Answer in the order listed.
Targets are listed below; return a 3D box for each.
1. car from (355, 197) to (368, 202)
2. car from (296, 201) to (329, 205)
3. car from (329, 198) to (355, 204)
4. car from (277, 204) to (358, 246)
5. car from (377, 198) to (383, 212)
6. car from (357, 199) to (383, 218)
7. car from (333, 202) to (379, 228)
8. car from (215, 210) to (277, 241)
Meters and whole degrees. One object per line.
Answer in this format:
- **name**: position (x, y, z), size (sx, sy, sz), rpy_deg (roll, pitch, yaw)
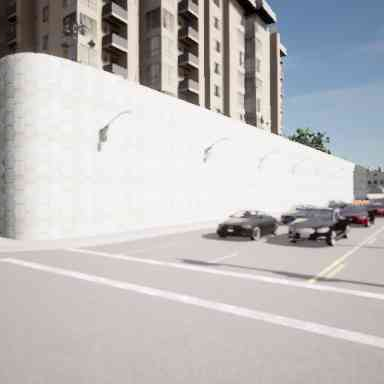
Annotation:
- **car**: position (22.387, 1.413, 44.223), size (2.097, 1.767, 4.553), rpy_deg (-1, 0, 36)
- **car**: position (8.272, 1.610, 24.710), size (2.033, 1.411, 5.357), rpy_deg (-1, 0, 36)
- **car**: position (14.336, 1.554, 33.134), size (2.128, 1.511, 4.902), rpy_deg (-1, 0, 36)
- **car**: position (6.040, 1.526, 15.606), size (2.128, 1.511, 4.902), rpy_deg (-1, 0, 36)
- **car**: position (23.652, 1.537, 40.022), size (1.837, 1.490, 4.892), rpy_deg (-1, 0, 36)
- **car**: position (17.073, 1.598, 30.937), size (1.994, 1.385, 4.181), rpy_deg (-1, 0, 36)
- **car**: position (11.239, 1.598, 22.831), size (1.994, 1.385, 4.181), rpy_deg (-1, 0, 36)
- **car**: position (2.943, 1.627, 17.282), size (1.994, 1.385, 4.181), rpy_deg (-1, 0, 35)
